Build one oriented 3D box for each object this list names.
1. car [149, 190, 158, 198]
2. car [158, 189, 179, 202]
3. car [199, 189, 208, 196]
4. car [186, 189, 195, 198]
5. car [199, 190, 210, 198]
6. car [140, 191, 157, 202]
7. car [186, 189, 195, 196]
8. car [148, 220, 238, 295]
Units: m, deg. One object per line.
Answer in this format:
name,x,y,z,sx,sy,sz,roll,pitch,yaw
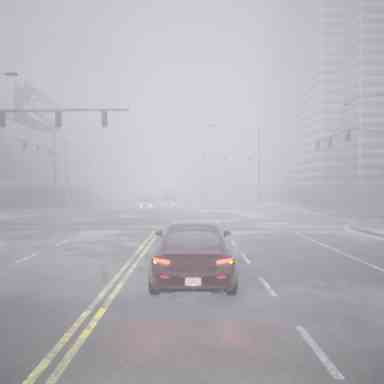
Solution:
car,-7.314,0.717,69.282,1.812,1.442,4.674,0,1,0
car,-3.817,0.582,54.916,2.150,2.045,5.566,0,1,0
car,3.098,0.156,88.390,2.097,1.767,4.553,0,1,0
car,-0.356,0.670,78.474,1.895,1.301,4.718,0,1,0
car,3.146,0.606,78.107,2.128,1.511,4.902,0,1,0
car,-7.317,0.967,54.336,1.895,1.301,4.718,0,1,0
car,-0.402,0.156,88.374,2.097,1.767,4.553,0,1,0
car,0.028,1.428,8.302,1.812,1.442,4.674,0,1,0
